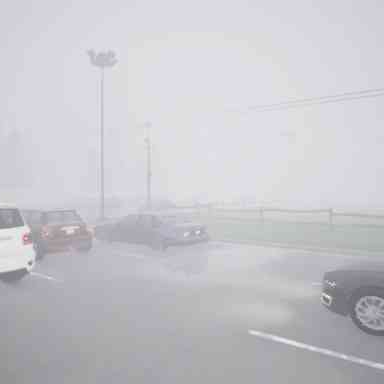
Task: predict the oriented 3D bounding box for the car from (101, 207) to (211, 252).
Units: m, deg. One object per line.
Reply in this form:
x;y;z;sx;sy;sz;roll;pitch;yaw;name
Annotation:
-1.837;1.545;13.856;5.357;1.411;2.033;0;0;35;car

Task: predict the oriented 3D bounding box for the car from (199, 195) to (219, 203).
3.697;1.467;70.381;1.882;1.535;5.008;0;0;36;car

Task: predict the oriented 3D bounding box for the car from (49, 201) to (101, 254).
-5.829;1.349;12.374;4.553;1.767;2.097;0;0;35;car

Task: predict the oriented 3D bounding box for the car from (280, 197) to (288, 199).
17.573;1.266;65.640;1.994;1.385;4.181;0;0;36;car

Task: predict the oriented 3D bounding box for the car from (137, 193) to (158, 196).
-5.168;1.345;46.550;2.097;1.767;4.553;0;0;36;car

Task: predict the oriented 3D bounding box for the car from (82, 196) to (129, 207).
-10.203;1.344;39.591;2.097;1.767;4.553;0;0;35;car

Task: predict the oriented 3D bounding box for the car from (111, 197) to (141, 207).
-10.184;1.555;51.529;1.994;1.385;4.181;0;0;37;car

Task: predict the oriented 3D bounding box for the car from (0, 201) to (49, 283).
-6.271;1.219;8.361;5.566;2.045;2.150;0;0;34;car

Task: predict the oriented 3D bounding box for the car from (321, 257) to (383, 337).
4.556;1.506;5.041;4.892;1.490;1.837;0;0;36;car

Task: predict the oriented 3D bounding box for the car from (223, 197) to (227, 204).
7.763;1.345;64.109;2.097;1.767;4.553;0;0;37;car

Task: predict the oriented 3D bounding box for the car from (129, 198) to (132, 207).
-7.147;1.213;49.775;2.150;2.045;5.566;0;0;36;car

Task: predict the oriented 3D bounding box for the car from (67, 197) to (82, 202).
-12.840;1.496;41.926;1.837;1.490;4.892;0;0;36;car

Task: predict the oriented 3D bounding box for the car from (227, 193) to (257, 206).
8.399;1.219;53.242;2.150;2.045;5.566;0;0;36;car

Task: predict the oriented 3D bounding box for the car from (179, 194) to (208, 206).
0.483;1.540;54.268;2.033;1.411;5.357;0;0;36;car

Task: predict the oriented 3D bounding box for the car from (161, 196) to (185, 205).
-3.490;1.517;60.634;1.812;1.442;4.674;0;0;36;car

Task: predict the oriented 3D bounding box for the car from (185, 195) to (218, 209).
1.558;1.520;43.892;1.812;1.442;4.674;0;0;36;car

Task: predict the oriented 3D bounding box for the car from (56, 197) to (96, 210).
-15.427;1.495;44.327;1.837;1.490;4.892;0;0;35;car

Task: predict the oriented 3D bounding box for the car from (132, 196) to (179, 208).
-3.884;1.499;36.412;1.837;1.490;4.892;0;0;36;car
